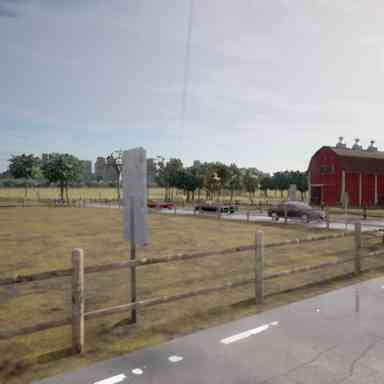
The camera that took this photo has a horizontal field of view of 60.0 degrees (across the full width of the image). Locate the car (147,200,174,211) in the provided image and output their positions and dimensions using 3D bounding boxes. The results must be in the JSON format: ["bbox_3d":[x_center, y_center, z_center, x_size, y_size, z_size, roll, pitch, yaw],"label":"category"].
[{"bbox_3d":[-4.317,1.761,43.840,1.895,1.301,4.718,-1,0,-35],"label":"car"}]

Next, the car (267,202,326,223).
[{"bbox_3d":[8.167,1.564,26.166,1.837,1.490,4.892,-1,1,-35],"label":"car"}]

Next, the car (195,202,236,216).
[{"bbox_3d":[2.357,1.688,34.387,1.895,1.301,4.718,-1,0,-35],"label":"car"}]
